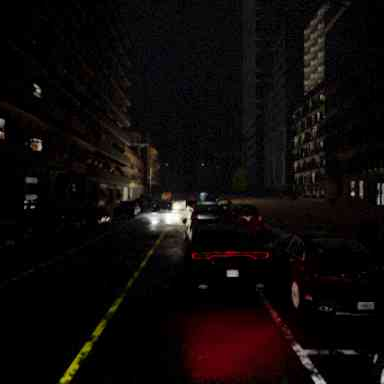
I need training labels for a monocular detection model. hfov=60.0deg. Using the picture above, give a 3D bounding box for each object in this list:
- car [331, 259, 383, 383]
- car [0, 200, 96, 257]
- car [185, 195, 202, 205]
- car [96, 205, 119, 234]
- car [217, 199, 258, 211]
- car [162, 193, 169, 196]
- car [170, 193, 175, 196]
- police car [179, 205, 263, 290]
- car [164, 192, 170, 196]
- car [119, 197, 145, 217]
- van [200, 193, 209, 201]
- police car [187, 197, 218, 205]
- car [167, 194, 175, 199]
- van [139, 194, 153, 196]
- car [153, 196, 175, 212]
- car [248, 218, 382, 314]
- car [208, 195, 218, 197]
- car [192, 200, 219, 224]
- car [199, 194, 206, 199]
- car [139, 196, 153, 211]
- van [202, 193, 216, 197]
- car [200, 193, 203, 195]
[{"bbox_3d":[2.702,1.543,1.770,2.008,1.369,4.403,1,0,0],"label":"car"},{"bbox_3d":[-5.671,1.261,12.911,2.192,1.841,5.009,1,0,0],"label":"car"},{"bbox_3d":[0.032,1.414,45.822,1.895,1.301,4.718,0,0,0],"label":"car"},{"bbox_3d":[-5.673,1.467,18.482,1.887,1.381,4.507,1,0,0],"label":"car"},{"bbox_3d":[2.709,1.363,18.477,1.967,1.590,4.097,1,0,0],"label":"car"},{"bbox_3d":[-5.658,1.317,57.469,2.008,1.369,4.403,1,0,0],"label":"car"},{"bbox_3d":[-5.649,1.017,74.178,2.192,1.841,5.009,1,0,0],"label":"car"},{"bbox_3d":[0.688,1.386,9.122,1.930,1.638,5.238,0,0,-2],"label":"police car"},{"bbox_3d":[-5.656,1.271,62.870,1.752,1.417,4.829,1,0,0],"label":"car"},{"bbox_3d":[-5.669,1.443,29.622,1.947,1.339,4.313,1,0,0],"label":"car"},{"bbox_3d":[2.731,1.044,74.175,1.690,1.788,3.998,1,0,0],"label":"van"},{"bbox_3d":[0.840,1.345,19.123,1.930,1.638,5.238,0,0,-1],"label":"police car"},{"bbox_3d":[-5.647,1.184,90.887,1.887,1.381,4.507,1,0,0],"label":"car"},{"bbox_3d":[-5.661,1.174,40.761,1.690,1.788,3.998,1,0,0],"label":"van"},{"bbox_3d":[-3.075,1.453,35.948,1.895,1.301,4.718,0,0,0],"label":"car"},{"bbox_3d":[2.704,1.520,7.338,2.008,1.369,4.403,1,0,0],"label":"car"},{"bbox_3d":[2.714,1.318,29.617,1.967,1.590,4.097,1,0,0],"label":"car"},{"bbox_3d":[0.908,1.401,25.026,1.837,1.490,4.892,0,0,0],"label":"car"},{"bbox_3d":[2.734,1.164,91.053,1.752,1.417,4.829,1,0,0],"label":"car"},{"bbox_3d":[-5.667,1.406,35.191,2.008,1.369,4.403,1,0,0],"label":"car"},{"bbox_3d":[2.721,1.153,46.326,1.690,1.788,3.998,1,0,0],"label":"van"},{"bbox_3d":[2.722,1.349,57.465,1.802,1.307,4.206,1,0,0],"label":"car"}]
